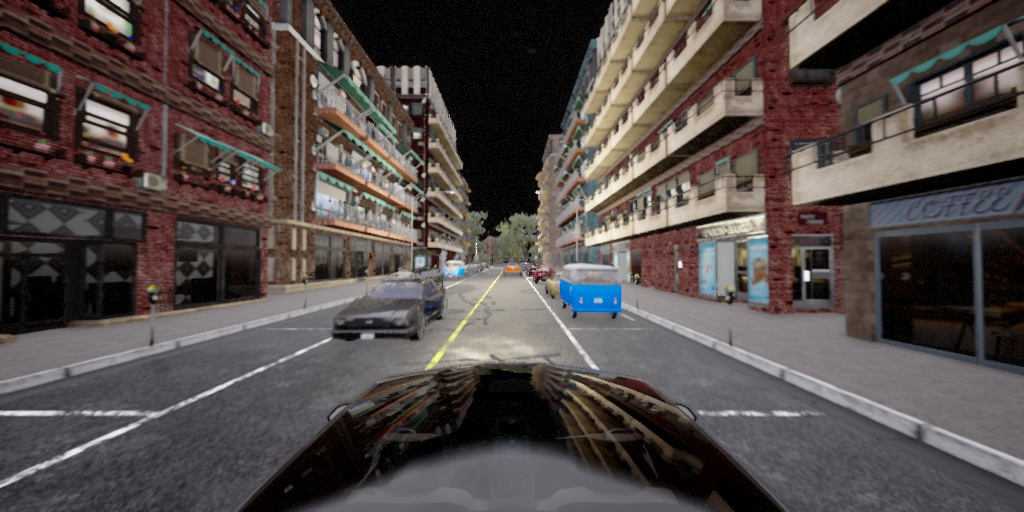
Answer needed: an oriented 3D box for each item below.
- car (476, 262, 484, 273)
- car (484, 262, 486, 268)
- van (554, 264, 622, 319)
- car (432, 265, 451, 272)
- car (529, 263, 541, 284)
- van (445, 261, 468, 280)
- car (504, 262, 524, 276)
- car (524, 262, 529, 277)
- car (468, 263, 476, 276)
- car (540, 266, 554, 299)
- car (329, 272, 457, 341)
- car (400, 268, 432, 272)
[{"bbox_3d":[-5.681,1.731,52.125,2.007,1.370,4.403,0,0,0],"label":"car"},{"bbox_3d":[-5.680,1.811,57.695,1.802,1.307,4.207,0,0,0],"label":"car"},{"bbox_3d":[2.697,1.188,13.087,1.690,1.789,3.998,0,0,0],"label":"van"},{"bbox_3d":[-5.685,1.508,24.270,1.948,1.339,4.313,0,0,0],"label":"car"},{"bbox_3d":[2.676,1.535,29.800,1.888,1.381,4.507,0,0,0],"label":"car"},{"bbox_3d":[-5.684,1.379,35.412,1.690,1.789,3.998,0,0,0],"label":"van"},{"bbox_3d":[0.107,1.462,43.896,2.097,1.767,4.553,0,0,0],"label":"car"},{"bbox_3d":[2.665,1.651,40.942,1.948,1.339,4.313,0,0,0],"label":"car"},{"bbox_3d":[-5.683,1.636,40.981,2.007,1.370,4.403,0,0,0],"label":"car"},{"bbox_3d":[2.702,1.420,18.828,1.751,1.417,4.829,0,0,0],"label":"car"},{"bbox_3d":[-3.098,1.372,10.367,2.033,1.411,5.357,0,-1,0],"label":"car"},{"bbox_3d":[-5.686,1.420,18.529,1.751,1.417,4.829,0,0,0],"label":"car"}]
